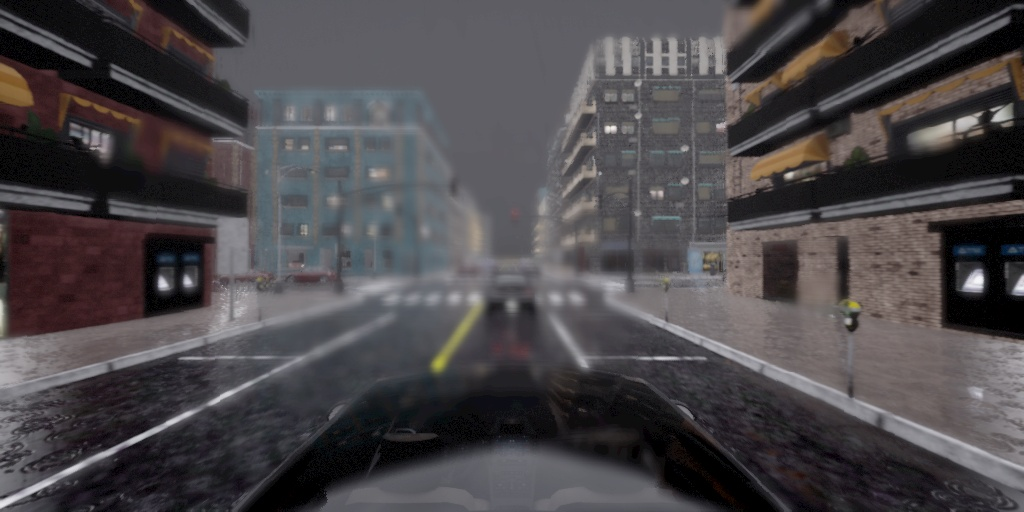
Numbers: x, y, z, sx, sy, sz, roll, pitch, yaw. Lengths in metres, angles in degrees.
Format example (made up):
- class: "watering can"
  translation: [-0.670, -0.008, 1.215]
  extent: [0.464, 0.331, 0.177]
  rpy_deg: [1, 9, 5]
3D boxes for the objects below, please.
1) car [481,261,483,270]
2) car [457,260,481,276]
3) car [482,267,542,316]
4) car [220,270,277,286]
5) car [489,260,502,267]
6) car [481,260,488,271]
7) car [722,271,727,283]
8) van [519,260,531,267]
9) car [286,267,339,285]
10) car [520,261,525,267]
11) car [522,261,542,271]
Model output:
- class: "car"
  translation: [-5.327, 1.685, 48.310]
  extent: [1.888, 1.381, 4.507]
  rpy_deg: [0, 0, 0]
- class: "car"
  translation: [-5.326, 1.410, 42.758]
  extent: [2.192, 1.841, 5.009]
  rpy_deg: [0, 0, 0]
- class: "car"
  translation: [-0.076, 1.359, 13.932]
  extent: [1.837, 1.490, 4.892]
  rpy_deg: [0, 0, -2]
- class: "car"
  translation: [-22.462, 1.846, 30.638]
  extent: [4.207, 1.307, 1.802]
  rpy_deg: [0, 0, 0]
- class: "car"
  translation: [-2.805, 1.849, 61.804]
  extent: [1.895, 1.301, 4.718]
  rpy_deg: [0, 0, 1]
- class: "car"
  translation: [-5.330, 1.774, 59.414]
  extent: [1.888, 1.381, 4.507]
  rpy_deg: [0, 0, 0]
- class: "car"
  translation: [15.596, 1.259, 22.474]
  extent: [4.403, 1.370, 2.007]
  rpy_deg: [0, 0, 0]
- class: "van"
  translation: [2.550, 1.570, 59.416]
  extent: [1.690, 1.789, 3.998]
  rpy_deg: [0, 0, 0]
- class: "car"
  translation: [-16.913, 1.635, 30.602]
  extent: [4.097, 1.591, 1.967]
  rpy_deg: [0, 0, 0]
- class: "car"
  translation: [2.552, 1.767, 53.864]
  extent: [1.802, 1.307, 4.207]
  rpy_deg: [0, 0, 0]
- class: "car"
  translation: [2.554, 1.661, 42.760]
  extent: [1.948, 1.339, 4.313]
  rpy_deg: [0, 0, 0]
